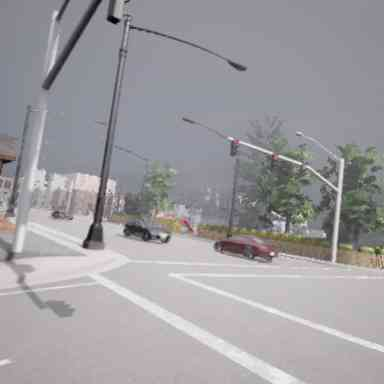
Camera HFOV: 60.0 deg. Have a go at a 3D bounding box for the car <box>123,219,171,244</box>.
[{"bbox_3d":[-3.350,2.843,24.585,2.128,1.511,4.902,11,-6,-36],"label":"car"}]

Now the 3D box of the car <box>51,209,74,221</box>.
[{"bbox_3d":[-16.666,2.905,42.783,1.994,1.385,4.181,11,-6,-35],"label":"car"}]

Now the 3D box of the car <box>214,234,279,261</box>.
[{"bbox_3d":[3.384,3.423,21.126,1.812,1.442,4.674,10,-6,-34],"label":"car"}]
